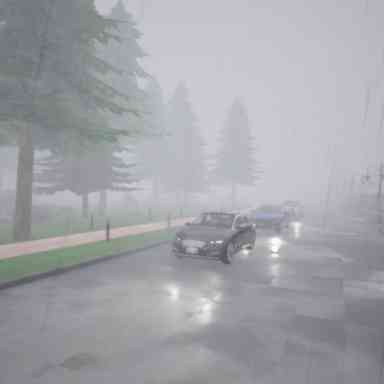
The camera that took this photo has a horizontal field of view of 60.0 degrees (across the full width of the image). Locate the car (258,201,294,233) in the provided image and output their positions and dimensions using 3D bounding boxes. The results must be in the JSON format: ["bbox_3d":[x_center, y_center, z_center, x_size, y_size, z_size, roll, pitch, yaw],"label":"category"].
[{"bbox_3d":[4.869,1.550,20.740,1.882,1.535,5.008,2,0,24],"label":"car"}]

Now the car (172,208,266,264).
[{"bbox_3d":[1.000,1.478,12.036,2.128,1.511,4.902,2,0,24],"label":"car"}]

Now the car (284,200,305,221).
[{"bbox_3d":[8.784,1.510,29.635,2.097,1.767,4.553,2,0,23],"label":"car"}]
